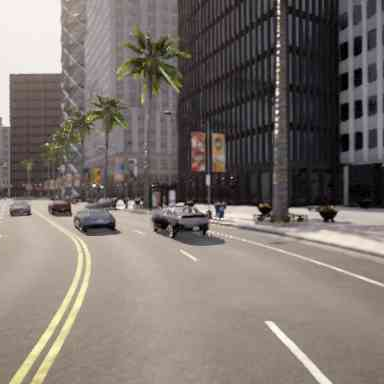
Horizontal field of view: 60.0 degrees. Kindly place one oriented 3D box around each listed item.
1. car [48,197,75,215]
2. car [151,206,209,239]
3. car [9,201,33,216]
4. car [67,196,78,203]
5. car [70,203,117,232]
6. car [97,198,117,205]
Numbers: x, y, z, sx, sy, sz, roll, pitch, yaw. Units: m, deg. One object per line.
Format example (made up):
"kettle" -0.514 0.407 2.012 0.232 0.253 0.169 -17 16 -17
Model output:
"car" -14.217 1.584 35.711 1.882 1.535 5.008 -1 0 -29
"car" -0.777 1.482 17.576 2.128 1.511 4.902 -1 0 -23
"car" -17.787 1.670 34.551 1.812 1.442 4.674 -1 0 -29
"car" -25.510 1.541 69.664 2.185 1.767 4.553 -1 0 -29
"car" -6.079 1.604 20.606 1.994 1.385 4.181 -1 0 -27
"car" -11.335 1.551 43.935 2.231 1.521 4.892 -1 0 -29
